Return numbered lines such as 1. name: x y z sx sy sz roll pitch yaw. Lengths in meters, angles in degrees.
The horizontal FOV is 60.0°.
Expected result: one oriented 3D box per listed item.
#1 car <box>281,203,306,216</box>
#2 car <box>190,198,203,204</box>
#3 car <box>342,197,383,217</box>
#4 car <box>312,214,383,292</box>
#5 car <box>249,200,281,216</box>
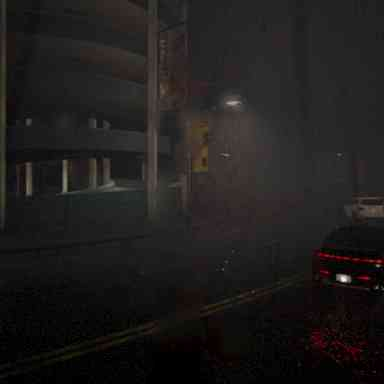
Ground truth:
1. car: 11.222 1.887 37.555 1.994 1.385 4.181 0 0 -4
2. car: 0.898 2.172 82.448 2.231 1.521 4.892 0 -1 -32
3. car: 14.213 1.465 27.670 2.150 2.045 5.566 0 0 12
4. car: 4.838 1.586 8.906 1.837 1.490 4.892 0 0 42
5. car: 7.779 1.666 36.709 2.097 1.767 4.553 0 0 -3
